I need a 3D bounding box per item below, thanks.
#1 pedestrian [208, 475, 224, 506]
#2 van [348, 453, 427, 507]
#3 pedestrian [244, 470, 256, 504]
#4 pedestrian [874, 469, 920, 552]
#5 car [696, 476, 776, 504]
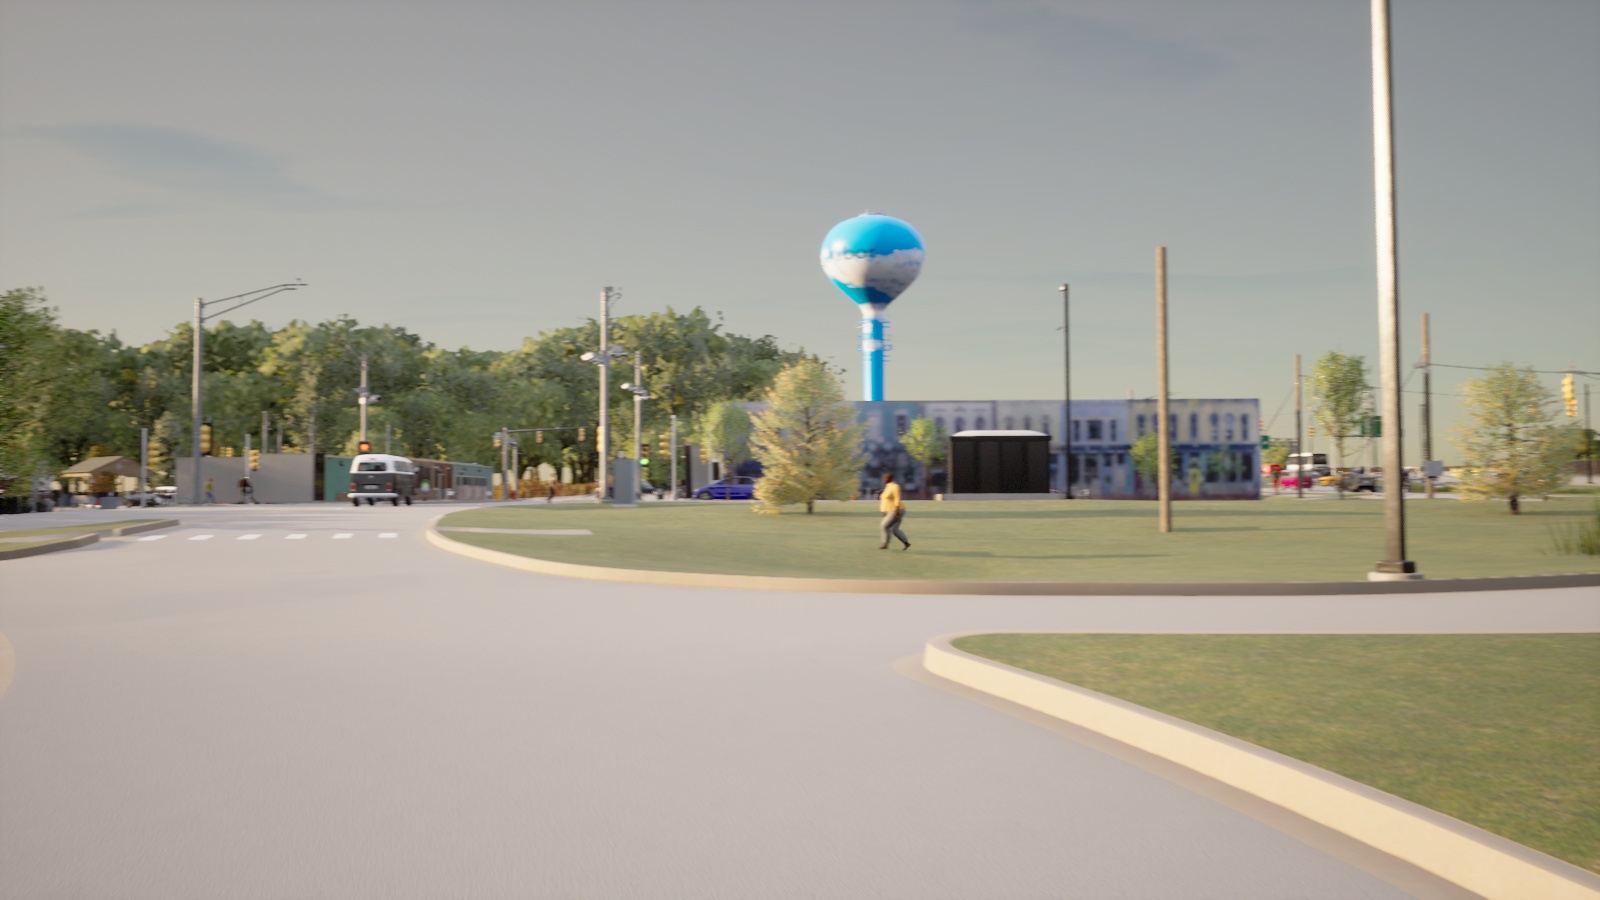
[{"bbox_3d":[-34.582,2.412,74.364,0.706,1.836,0.354,0,-3,-8],"label":"pedestrian"},{"bbox_3d":[-16.514,1.221,50.523,2.069,2.038,4.480,0,-2,-5],"label":"van"},{"bbox_3d":[-30.108,2.051,68.720,0.376,1.854,0.720,0,-2,-6],"label":"pedestrian"},{"bbox_3d":[2.210,1.382,28.756,0.900,1.855,0.874,0,-2,-6],"label":"pedestrian"},{"bbox_3d":[-3.420,2.146,67.558,4.193,1.474,1.816,0,-2,1],"label":"car"}]
